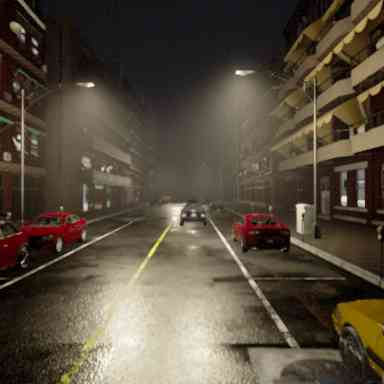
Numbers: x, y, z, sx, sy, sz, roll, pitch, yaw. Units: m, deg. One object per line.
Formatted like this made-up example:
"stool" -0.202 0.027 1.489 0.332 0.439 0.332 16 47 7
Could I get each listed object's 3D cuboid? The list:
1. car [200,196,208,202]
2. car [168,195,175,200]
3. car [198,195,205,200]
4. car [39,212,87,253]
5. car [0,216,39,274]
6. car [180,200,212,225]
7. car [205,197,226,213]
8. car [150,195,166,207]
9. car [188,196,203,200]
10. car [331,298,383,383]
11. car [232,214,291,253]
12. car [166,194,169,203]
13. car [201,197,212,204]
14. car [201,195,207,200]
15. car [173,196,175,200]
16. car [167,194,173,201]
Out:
"car" 2.691 1.614 75.659 1.802 1.307 4.206 0 0 0
"car" -5.689 1.564 92.401 1.752 1.417 4.829 0 0 0
"car" 2.692 1.620 92.568 1.802 1.307 4.206 0 0 0
"car" -5.690 1.552 13.665 1.887 1.381 4.507 0 0 0
"car" -5.690 1.445 8.028 1.967 1.590 4.097 0 0 0
"car" 0.099 1.559 24.019 2.033 1.411 5.357 0 0 0
"car" 2.691 1.568 36.205 2.008 1.369 4.403 0 0 0
"car" -5.689 1.575 53.118 2.008 1.369 4.403 0 0 0
"car" 0.095 1.546 41.654 1.812 1.442 4.674 0 0 0
"car" 2.691 1.527 2.558 1.752 1.417 4.829 0 0 0
"car" 2.691 1.552 13.661 1.887 1.381 4.507 0 0 0
"car" -5.690 1.577 58.755 2.008 1.369 4.403 0 0 0
"car" 2.691 1.594 64.386 1.947 1.339 4.313 0 0 0
"car" 2.692 1.552 58.920 1.752 1.417 4.829 0 0 0
"car" -5.688 1.349 81.300 2.192 1.841 5.009 0 0 0
"car" -5.689 1.575 70.027 1.887 1.381 4.507 0 0 0
